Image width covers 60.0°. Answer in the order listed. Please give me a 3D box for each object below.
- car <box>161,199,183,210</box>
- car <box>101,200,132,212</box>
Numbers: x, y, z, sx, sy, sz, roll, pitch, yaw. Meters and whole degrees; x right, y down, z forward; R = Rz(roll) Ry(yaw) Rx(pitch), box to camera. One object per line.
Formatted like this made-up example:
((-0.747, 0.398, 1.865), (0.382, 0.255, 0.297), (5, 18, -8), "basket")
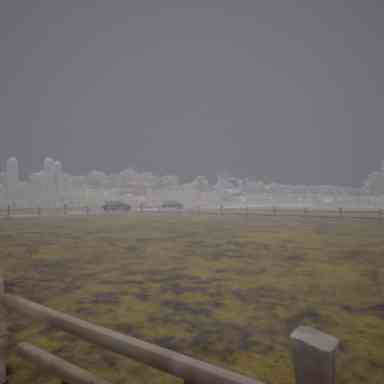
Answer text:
((-4.108, 2.509, 69.061), (2.150, 2.045, 5.566), (1, 0, 36), "car")
((-12.873, 2.345, 56.879), (2.150, 2.045, 5.566), (1, 0, 36), "car")
